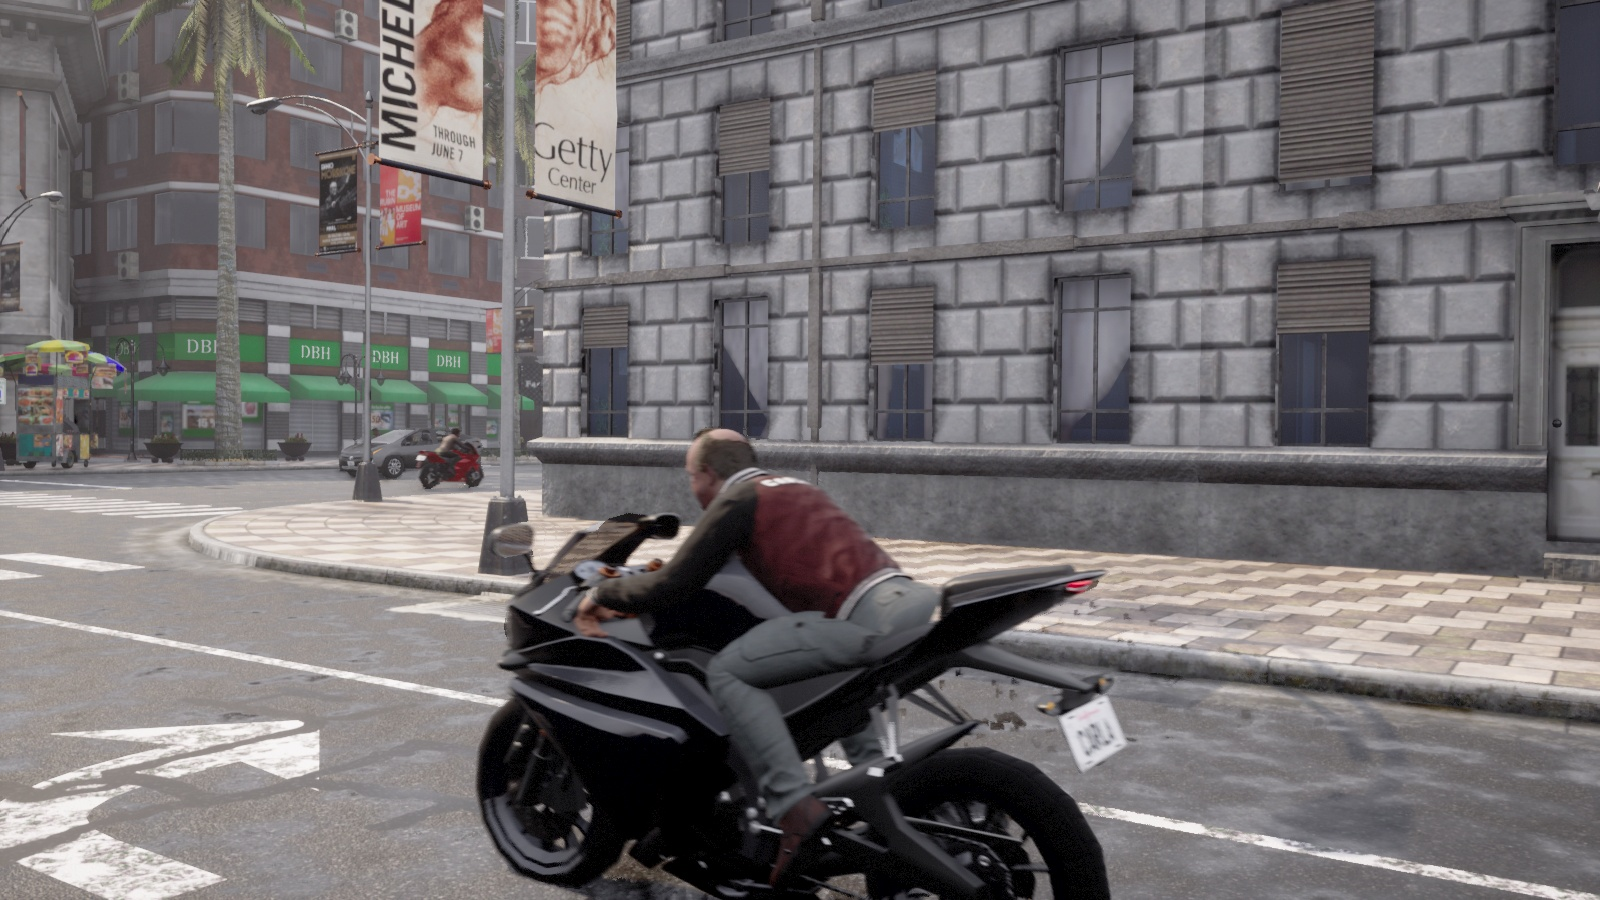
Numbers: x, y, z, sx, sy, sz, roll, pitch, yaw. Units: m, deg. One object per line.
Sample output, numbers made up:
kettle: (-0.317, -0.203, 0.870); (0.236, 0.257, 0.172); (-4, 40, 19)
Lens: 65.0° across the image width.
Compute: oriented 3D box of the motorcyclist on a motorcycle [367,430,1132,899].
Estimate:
motorcyclist on a motorcycle: (-0.222, 0.717, 3.771); (2.191, 1.530, 0.866); (0, 1, 34)

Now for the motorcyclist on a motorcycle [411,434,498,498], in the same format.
motorcyclist on a motorcycle: (-8.582, 0.364, 31.239); (0.797, 1.523, 2.044); (0, 1, 34)

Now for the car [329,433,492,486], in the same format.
car: (-11.966, 0.256, 38.848); (2.007, 1.525, 4.514); (0, 1, 34)
